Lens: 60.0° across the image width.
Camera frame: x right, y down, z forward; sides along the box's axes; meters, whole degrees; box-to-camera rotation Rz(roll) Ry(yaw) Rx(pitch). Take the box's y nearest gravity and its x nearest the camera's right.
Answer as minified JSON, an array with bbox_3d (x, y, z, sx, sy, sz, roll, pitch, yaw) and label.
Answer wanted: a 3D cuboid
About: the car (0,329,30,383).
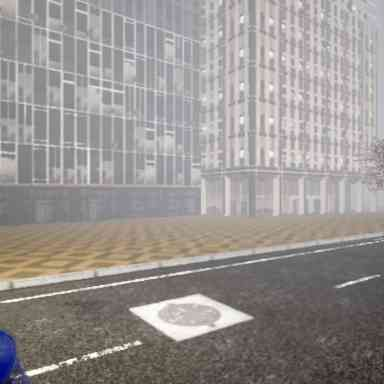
[{"bbox_3d":[-3.220,1.510,1.375,4.674,1.442,1.812,1,0,-36],"label":"car"}]
